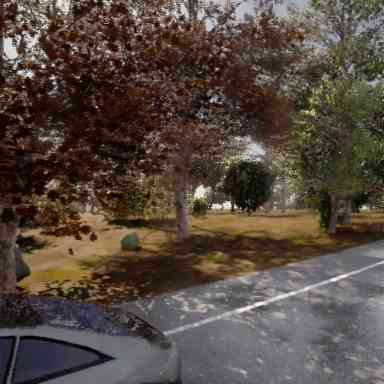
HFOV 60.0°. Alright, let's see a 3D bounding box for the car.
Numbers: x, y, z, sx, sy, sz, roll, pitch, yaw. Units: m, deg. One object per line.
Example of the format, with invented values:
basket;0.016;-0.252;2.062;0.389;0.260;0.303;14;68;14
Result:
car;-2.066;1.575;2.343;4.181;1.385;1.994;0;0;-36
